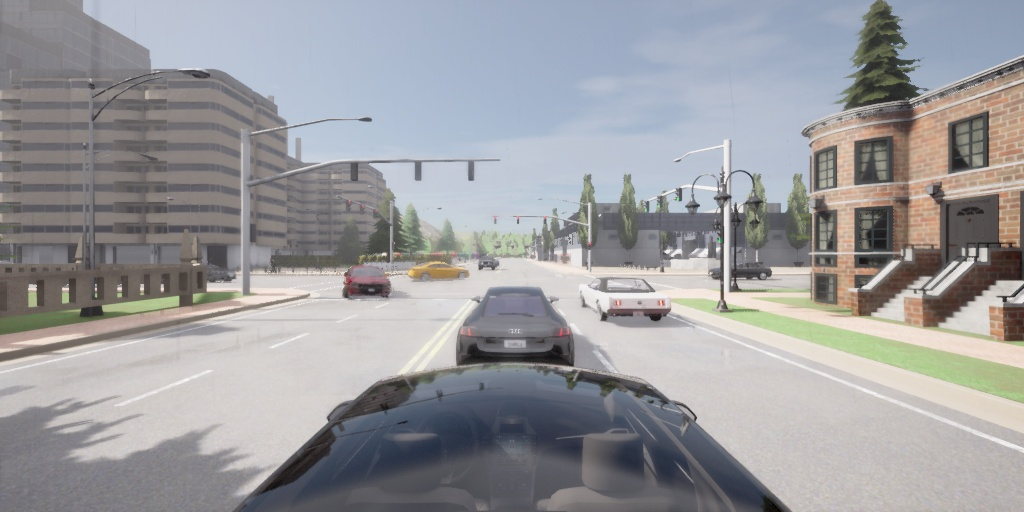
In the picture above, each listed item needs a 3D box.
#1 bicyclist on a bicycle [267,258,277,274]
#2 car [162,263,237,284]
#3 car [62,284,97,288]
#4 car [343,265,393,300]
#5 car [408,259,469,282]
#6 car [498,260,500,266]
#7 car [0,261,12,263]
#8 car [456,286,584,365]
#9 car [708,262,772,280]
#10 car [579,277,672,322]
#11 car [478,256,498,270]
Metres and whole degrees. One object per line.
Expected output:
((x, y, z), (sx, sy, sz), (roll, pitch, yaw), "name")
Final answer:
((-25.251, 1.052, 37.744), (0.582, 1.620, 1.656), (0, 0, 0), "bicyclist on a bicycle")
((-23.344, 1.241, 26.759), (4.902, 1.511, 2.128), (0, 0, 0), "car")
((-26.998, 1.297, 23.262), (5.357, 1.411, 2.033), (0, 0, 0), "car")
((-7.315, 1.228, 18.047), (1.882, 1.535, 5.008), (2, -1, -27), "car")
((-5.970, 1.228, 29.472), (5.008, 1.535, 1.882), (0, 1, -30), "car")
((-3.570, 1.314, 61.941), (1.994, 1.385, 4.181), (0, 0, 0), "car")
((-49.375, 1.255, 33.922), (4.892, 1.490, 1.837), (0, 0, 1), "car")
((0.063, 1.314, 7.497), (1.994, 1.385, 4.181), (0, 0, 0), "car")
((19.085, 1.255, 30.136), (4.892, 1.490, 1.837), (0, 0, -1), "car")
((3.581, 1.351, 12.346), (1.895, 1.301, 4.718), (0, 0, 0), "car")
((-3.591, 0.971, 51.968), (2.150, 2.045, 5.566), (0, 0, 0), "car")
